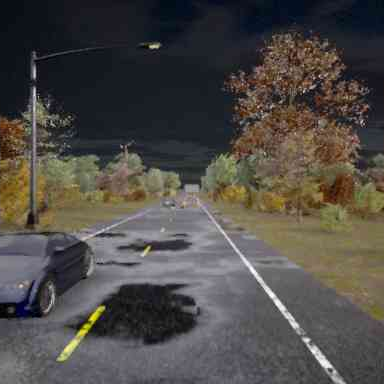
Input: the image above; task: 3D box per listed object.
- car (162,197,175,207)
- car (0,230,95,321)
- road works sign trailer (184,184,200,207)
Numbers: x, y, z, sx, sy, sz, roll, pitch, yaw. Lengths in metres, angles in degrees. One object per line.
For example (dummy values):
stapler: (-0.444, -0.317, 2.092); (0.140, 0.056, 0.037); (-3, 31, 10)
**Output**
car: (-3.573, 1.551, 51.332); (2.128, 1.511, 4.902); (0, 0, 0)
car: (-3.601, 1.571, 7.280); (1.994, 1.385, 4.181); (0, 0, 0)
road works sign trailer: (-0.013, 0.524, 51.340); (2.380, 3.560, 2.880); (0, 0, 0)
